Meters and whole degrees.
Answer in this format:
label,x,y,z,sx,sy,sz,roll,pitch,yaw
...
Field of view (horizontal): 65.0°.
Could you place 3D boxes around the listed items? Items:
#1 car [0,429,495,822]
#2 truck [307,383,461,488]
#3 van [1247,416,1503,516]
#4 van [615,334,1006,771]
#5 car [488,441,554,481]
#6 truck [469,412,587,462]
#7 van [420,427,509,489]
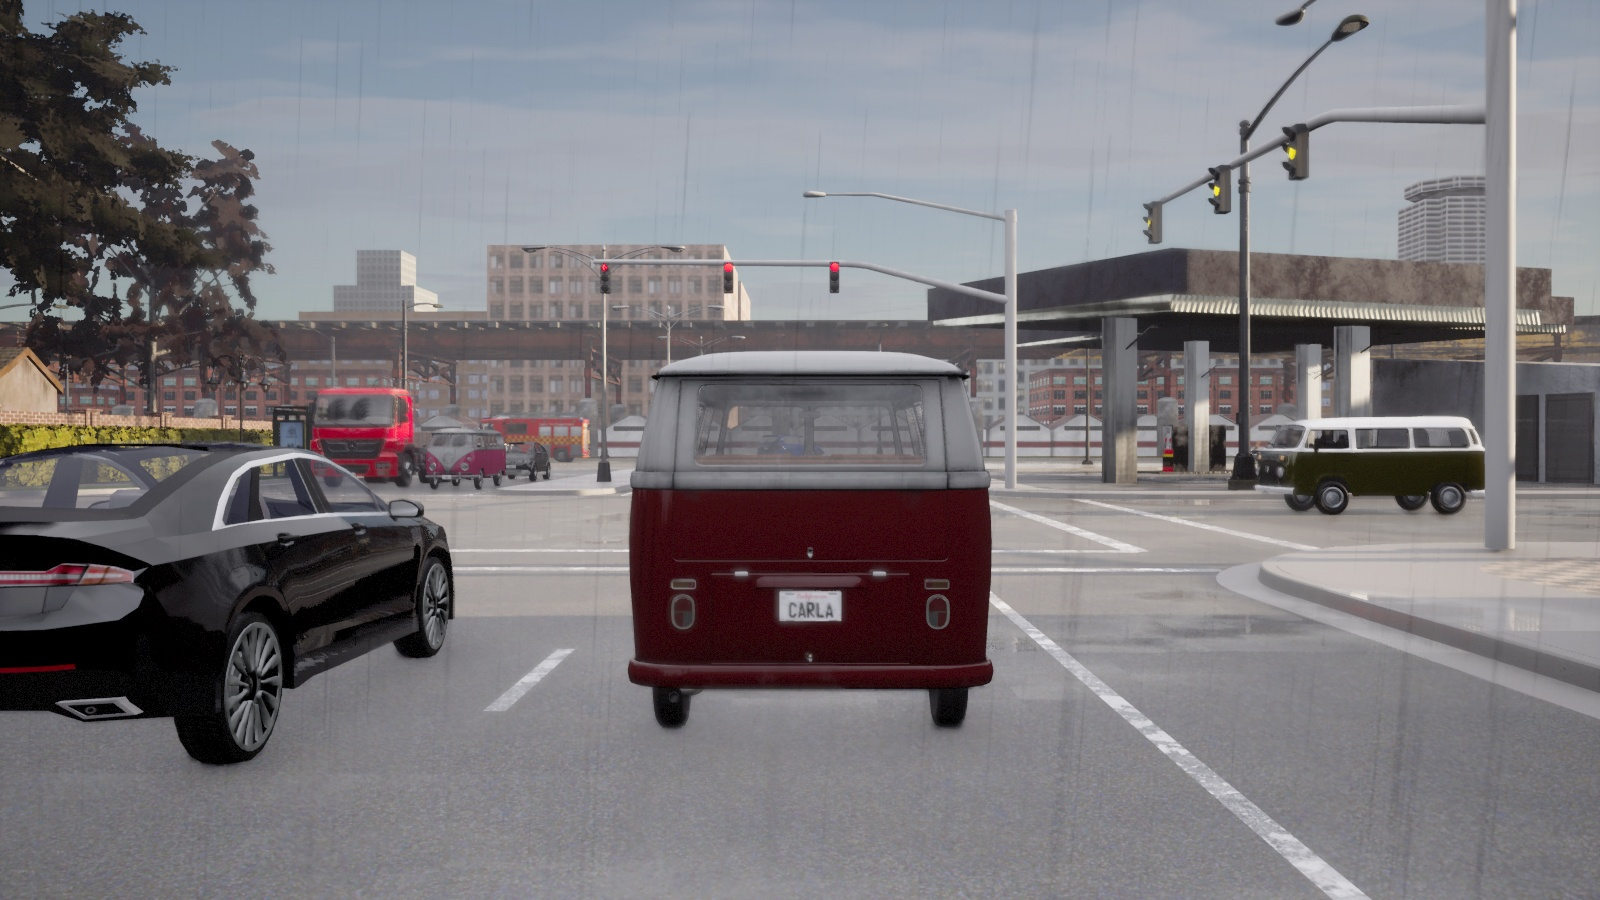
label,x,y,z,sx,sy,sz,roll,pitch,yaw
car,-3.443,0.659,7.278,2.128,1.511,4.902,0,0,0
truck,-14.768,-0.503,45.326,2.891,3.462,7.936,0,0,0
van,12.091,0.329,26.639,4.480,2.038,2.069,0,0,-1
van,0.061,0.454,7.931,1.775,1.987,4.442,0,0,0
car,-11.192,0.431,50.571,1.789,1.549,3.705,0,0,0
truck,-20.864,-0.980,96.557,8.468,3.827,2.891,0,0,1
van,-11.240,0.251,42.333,1.775,1.987,4.442,0,0,0
